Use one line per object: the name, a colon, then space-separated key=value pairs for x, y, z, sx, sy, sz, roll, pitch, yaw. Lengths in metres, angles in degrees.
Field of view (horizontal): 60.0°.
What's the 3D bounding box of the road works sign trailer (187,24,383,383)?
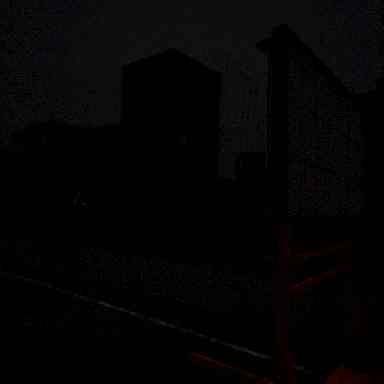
road works sign trailer: x=1.109 y=0.668 z=3.198 sx=2.880 sy=3.560 sz=2.380 roll=-1 pitch=-4 yaw=39
